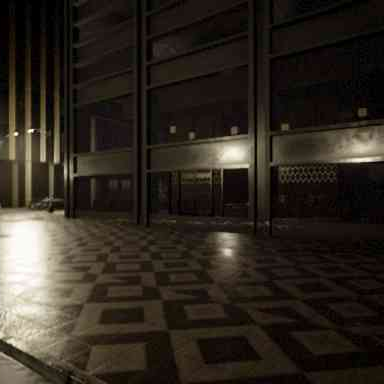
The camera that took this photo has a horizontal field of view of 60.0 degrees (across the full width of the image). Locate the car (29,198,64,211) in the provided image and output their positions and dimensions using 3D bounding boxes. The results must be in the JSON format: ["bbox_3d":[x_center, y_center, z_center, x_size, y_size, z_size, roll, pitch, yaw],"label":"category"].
[{"bbox_3d":[-15.323,1.327,35.930,1.994,1.385,4.181,0,0,35],"label":"car"}]
